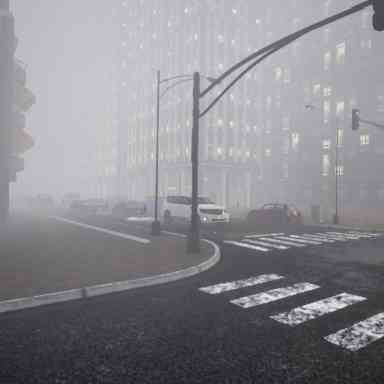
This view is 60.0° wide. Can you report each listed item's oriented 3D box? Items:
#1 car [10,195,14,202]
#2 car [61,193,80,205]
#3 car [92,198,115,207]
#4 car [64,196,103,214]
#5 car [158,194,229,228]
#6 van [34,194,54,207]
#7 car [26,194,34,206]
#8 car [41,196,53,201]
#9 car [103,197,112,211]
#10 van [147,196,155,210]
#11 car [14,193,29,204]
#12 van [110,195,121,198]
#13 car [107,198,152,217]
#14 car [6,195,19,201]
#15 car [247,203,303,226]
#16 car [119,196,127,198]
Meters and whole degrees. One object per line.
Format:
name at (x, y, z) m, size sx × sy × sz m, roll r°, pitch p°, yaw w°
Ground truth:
car at (-36.932, 1.397, 69.818) m, size 1.947 × 1.339 × 4.313 m, roll 1°, pitch -1°, yaw -35°
car at (-20.404, 1.182, 56.345) m, size 2.150 × 2.045 × 5.566 m, roll 1°, pitch -1°, yaw -35°
car at (-13.767, 1.587, 51.618) m, size 1.947 × 1.339 × 4.313 m, roll 1°, pitch -1°, yaw -35°
car at (-10.806, 1.427, 32.948) m, size 2.008 × 1.369 × 4.403 m, roll 1°, pitch -1°, yaw -35°
car at (0.049, 1.170, 22.118) m, size 2.150 × 2.045 × 5.566 m, roll 1°, pitch -1°, yaw -35°
van at (-20.599, 1.197, 46.776) m, size 1.690 × 1.788 × 3.998 m, roll 1°, pitch -1°, yaw -35°
car at (-23.869, 1.432, 51.382) m, size 1.802 × 1.307 × 4.206 m, roll 1°, pitch -1°, yaw -35°
car at (-36.628, 1.571, 83.879) m, size 1.802 × 1.307 × 4.206 m, roll 1°, pitch -1°, yaw -35°
car at (-11.607, 1.468, 38.571) m, size 2.033 × 1.411 × 5.357 m, roll 1°, pitch -1°, yaw -35°
van at (-3.965, 1.382, 37.794) m, size 1.690 × 1.788 × 3.998 m, roll 1°, pitch -1°, yaw -35°
car at (-30.396, 1.155, 60.603) m, size 2.192 × 1.841 × 5.009 m, roll 1°, pitch -1°, yaw -35°
van at (-10.496, 1.368, 47.012) m, size 1.690 × 1.788 × 3.998 m, roll 1°, pitch -1°, yaw -35°
car at (-5.731, 1.498, 30.275) m, size 1.994 × 1.385 × 4.181 m, roll 1°, pitch -1°, yaw -35°
car at (-40.197, 1.378, 74.427) m, size 2.008 × 1.369 × 4.403 m, roll 1°, pitch -1°, yaw -35°
car at (5.831, 1.505, 23.966) m, size 1.967 × 1.590 × 4.097 m, roll 1°, pitch -1°, yaw -35°
car at (-7.235, 1.585, 42.400) m, size 2.008 × 1.369 × 4.403 m, roll 1°, pitch -1°, yaw -35°
